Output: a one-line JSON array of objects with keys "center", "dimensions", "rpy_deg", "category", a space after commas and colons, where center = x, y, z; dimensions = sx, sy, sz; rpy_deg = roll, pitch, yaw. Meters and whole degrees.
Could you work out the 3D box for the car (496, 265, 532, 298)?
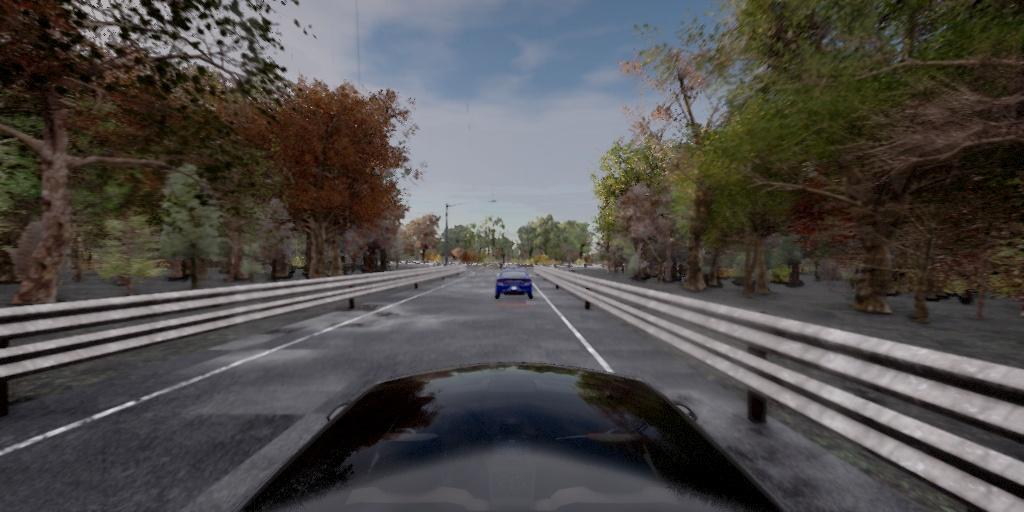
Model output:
[{"center": [0.102, 1.451, 20.161], "dimensions": [1.882, 1.535, 5.008], "rpy_deg": [0, 0, 0], "category": "car"}]
